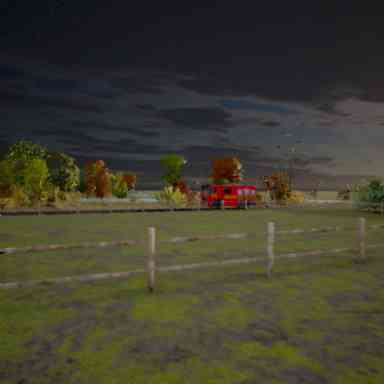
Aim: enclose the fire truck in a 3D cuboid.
[{"bbox_3d":[5.447,0.532,50.270,8.468,3.827,2.891,0,0,-27],"label":"fire truck"}]
